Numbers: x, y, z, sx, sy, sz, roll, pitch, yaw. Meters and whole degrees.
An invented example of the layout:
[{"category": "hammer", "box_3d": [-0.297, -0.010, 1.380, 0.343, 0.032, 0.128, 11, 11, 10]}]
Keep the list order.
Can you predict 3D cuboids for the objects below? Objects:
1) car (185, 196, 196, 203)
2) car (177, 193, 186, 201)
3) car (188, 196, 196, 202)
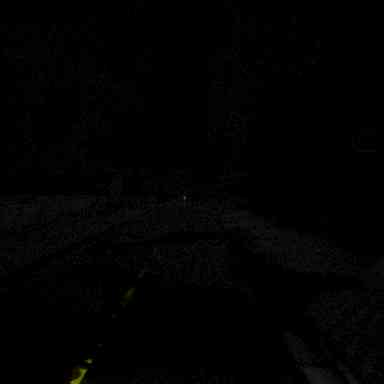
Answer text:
[{"category": "car", "box_3d": [0.012, 1.854, 82.103, 2.128, 1.511, 4.902, 0, -1, 0]}, {"category": "car", "box_3d": [-2.738, 1.314, 90.001, 2.150, 2.045, 5.566, 0, -1, 0]}, {"category": "car", "box_3d": [0.014, 1.945, 95.024, 2.128, 1.511, 4.902, 0, -1, 0]}]
